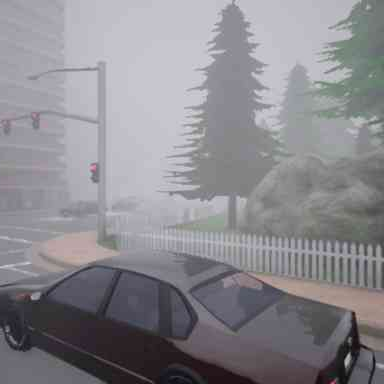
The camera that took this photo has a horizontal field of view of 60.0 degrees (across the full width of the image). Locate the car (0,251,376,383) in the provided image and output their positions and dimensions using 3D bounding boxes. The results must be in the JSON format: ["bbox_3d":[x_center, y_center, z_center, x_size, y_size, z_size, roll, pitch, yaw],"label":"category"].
[{"bbox_3d":[-0.643,1.551,4.451,5.357,1.411,2.033,0,0,36],"label":"car"}]

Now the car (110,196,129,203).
[{"bbox_3d":[-15.624,1.569,71.628,4.181,1.385,1.994,0,0,44],"label":"car"}]

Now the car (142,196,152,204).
[{"bbox_3d":[-9.810,1.529,63.124,1.812,1.442,4.674,0,0,-28],"label":"car"}]

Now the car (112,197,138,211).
[{"bbox_3d":[-8.431,1.586,40.754,1.895,1.301,4.718,0,0,3],"label":"car"}]

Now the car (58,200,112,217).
[{"bbox_3d":[-10.096,1.527,31.263,2.033,1.411,5.357,0,0,17],"label":"car"}]

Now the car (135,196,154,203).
[{"bbox_3d":[-10.174,1.534,70.504,1.812,1.442,4.674,0,0,-38],"label":"car"}]

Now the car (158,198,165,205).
[{"bbox_3d":[-4.644,1.347,60.179,2.097,1.767,4.553,0,0,-21],"label":"car"}]

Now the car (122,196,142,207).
[{"bbox_3d":[-9.178,1.345,50.541,2.097,1.767,4.553,0,0,-12],"label":"car"}]
